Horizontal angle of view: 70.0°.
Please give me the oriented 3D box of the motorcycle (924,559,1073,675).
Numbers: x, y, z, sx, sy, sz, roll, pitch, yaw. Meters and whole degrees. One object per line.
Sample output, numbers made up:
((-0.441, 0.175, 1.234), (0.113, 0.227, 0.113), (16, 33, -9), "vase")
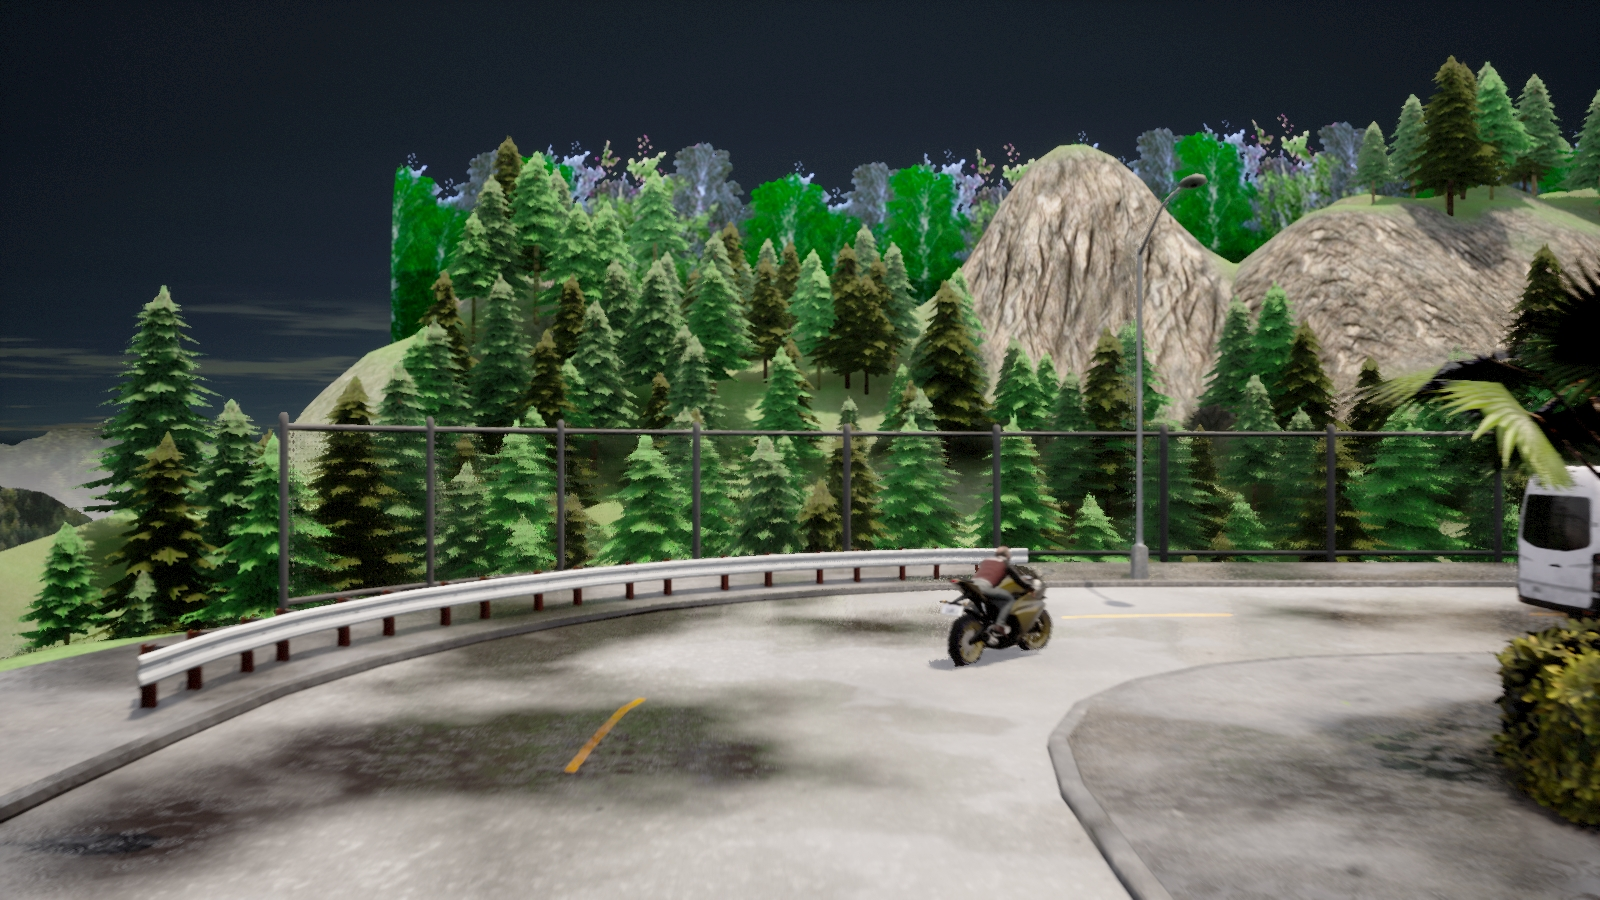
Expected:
((2.717, 2.202, 15.462), (0.867, 1.251, 2.209), (1, 1, 45), "motorcycle")

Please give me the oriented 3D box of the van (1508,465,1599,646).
((14.326, 1.529, 17.356), (5.915, 2.561, 1.988), (0, 0, 0), "van")
